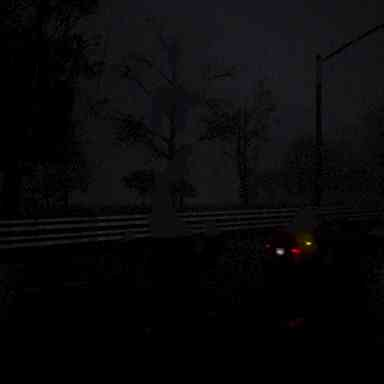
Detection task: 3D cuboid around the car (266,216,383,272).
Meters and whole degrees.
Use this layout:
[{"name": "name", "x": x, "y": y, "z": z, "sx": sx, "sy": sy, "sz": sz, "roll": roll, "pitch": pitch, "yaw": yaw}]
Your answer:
[{"name": "car", "x": 4.444, "y": 1.524, "z": 10.787, "sx": 4.674, "sy": 1.442, "sz": 1.812, "roll": 0, "pitch": 0, "yaw": -33}]
